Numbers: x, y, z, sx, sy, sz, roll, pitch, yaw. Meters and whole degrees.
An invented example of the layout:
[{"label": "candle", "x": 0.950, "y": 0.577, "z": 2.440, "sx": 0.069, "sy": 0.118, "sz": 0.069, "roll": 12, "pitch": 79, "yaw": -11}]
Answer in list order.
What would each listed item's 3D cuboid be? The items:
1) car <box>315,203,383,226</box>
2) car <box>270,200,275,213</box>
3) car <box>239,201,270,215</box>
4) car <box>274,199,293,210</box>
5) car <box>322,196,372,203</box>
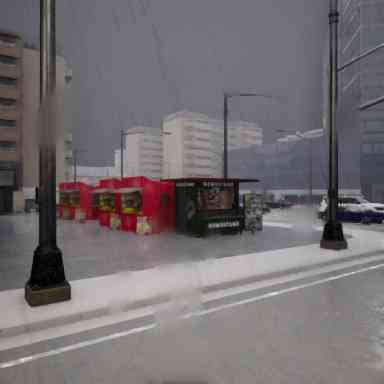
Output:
[{"label": "car", "x": 11.531, "y": 1.676, "z": 24.096, "sx": 1.895, "sy": 1.301, "sz": 4.718, "roll": 0, "pitch": -1, "yaw": -36}, {"label": "car", "x": 6.271, "y": 1.781, "z": 37.273, "sx": 2.033, "sy": 1.411, "sz": 5.357, "roll": 0, "pitch": -1, "yaw": -36}, {"label": "car", "x": 4.792, "y": 1.749, "z": 33.354, "sx": 2.033, "sy": 1.411, "sz": 5.357, "roll": 0, "pitch": -1, "yaw": -36}, {"label": "car", "x": 12.093, "y": 1.795, "z": 47.467, "sx": 2.128, "sy": 1.511, "sz": 4.902, "roll": 0, "pitch": -1, "yaw": -36}, {"label": "car", "x": 13.357, "y": 1.318, "z": 27.516, "sx": 2.150, "sy": 2.045, "sz": 5.566, "roll": 0, "pitch": -1, "yaw": -36}]
